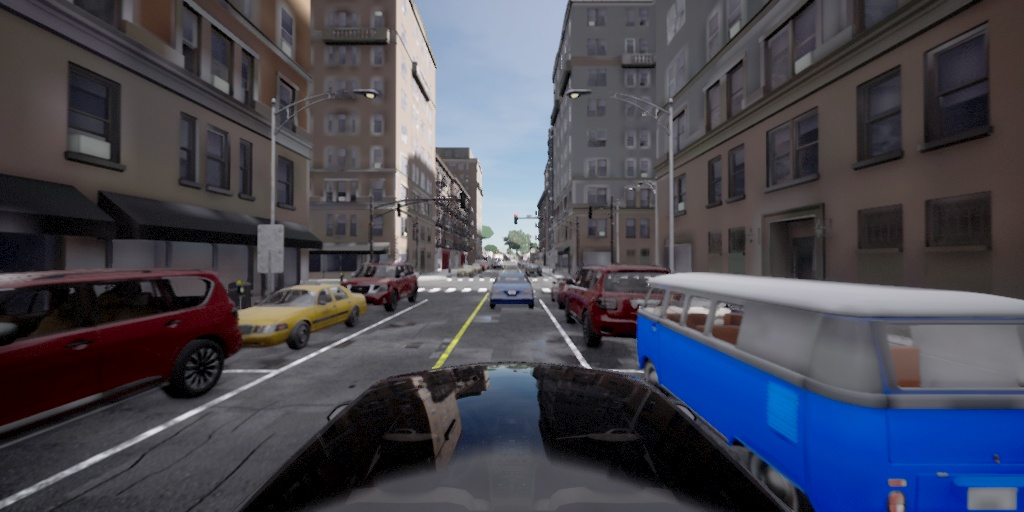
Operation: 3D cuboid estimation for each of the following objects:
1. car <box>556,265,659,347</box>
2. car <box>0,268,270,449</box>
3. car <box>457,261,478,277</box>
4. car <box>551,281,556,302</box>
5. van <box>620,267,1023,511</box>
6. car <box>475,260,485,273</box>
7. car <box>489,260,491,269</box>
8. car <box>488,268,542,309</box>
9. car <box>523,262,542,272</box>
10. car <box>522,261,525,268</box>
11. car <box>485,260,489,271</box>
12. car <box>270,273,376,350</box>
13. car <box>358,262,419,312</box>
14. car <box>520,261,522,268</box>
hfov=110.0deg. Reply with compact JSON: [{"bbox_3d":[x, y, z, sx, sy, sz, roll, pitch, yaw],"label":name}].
[{"bbox_3d":[2.637,1.138,9.490,2.192,1.841,5.009,0,0,0],"label":"car"},{"bbox_3d":[-5.400,1.084,3.813,2.192,1.841,5.009,0,0,0],"label":"car"},{"bbox_3d":[-5.418,1.654,42.005,1.751,1.417,4.829,0,0,0],"label":"car"},{"bbox_3d":[2.636,1.458,15.169,1.802,1.307,4.207,0,0,0],"label":"car"},{"bbox_3d":[2.637,1.110,3.811,1.690,1.789,3.998,0,0,0],"label":"van"},{"bbox_3d":[-5.414,1.758,52.968,1.751,1.417,4.829,0,0,0],"label":"car"},{"bbox_3d":[-5.411,1.776,64.102,1.967,1.591,4.097,0,0,0],"label":"car"},{"bbox_3d":[0.003,1.430,15.843,2.033,1.411,5.357,0,-1,0],"label":"car"},{"bbox_3d":[2.635,1.679,42.176,2.007,1.370,4.403,0,0,0],"label":"car"},{"bbox_3d":[2.635,1.726,47.657,1.888,1.381,4.507,0,0,0],"label":"car"},{"bbox_3d":[-5.413,1.599,58.621,2.192,1.841,5.009,0,0,0],"label":"car"},{"bbox_3d":[-5.401,1.348,9.320,1.751,1.417,4.829,0,0,0],"label":"car"},{"bbox_3d":[-5.402,1.191,15.169,2.192,1.841,5.009,0,0,0],"label":"car"},{"bbox_3d":[2.635,1.783,53.139,2.007,1.370,4.403,0,0,0],"label":"car"}]
